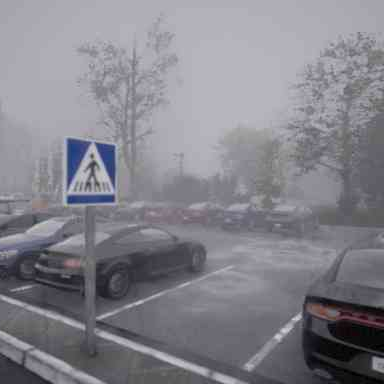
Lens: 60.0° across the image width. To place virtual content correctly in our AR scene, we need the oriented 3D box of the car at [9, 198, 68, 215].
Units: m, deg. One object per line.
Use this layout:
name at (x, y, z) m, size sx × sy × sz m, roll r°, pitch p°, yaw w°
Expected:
car at (-15.144, 1.360, 33.170) m, size 2.231 × 1.521 × 4.892 m, roll 0°, pitch 0°, yaw 35°

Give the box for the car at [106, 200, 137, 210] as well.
car at (-3.677, 1.386, 25.149) m, size 2.097 × 1.535 × 5.008 m, roll 0°, pitch 0°, yaw 35°

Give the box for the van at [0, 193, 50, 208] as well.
van at (-8.337, 1.168, 13.209) m, size 1.878 × 1.987 × 4.442 m, roll 0°, pitch 0°, yaw 35°

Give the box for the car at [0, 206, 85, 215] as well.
car at (-6.106, 1.429, 11.470) m, size 2.163 × 1.488 × 4.792 m, roll 0°, pitch 0°, yaw 35°

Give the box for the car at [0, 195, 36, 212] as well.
car at (-19.894, 1.221, 36.448) m, size 2.185 × 1.767 × 4.553 m, roll 0°, pitch 0°, yaw 35°

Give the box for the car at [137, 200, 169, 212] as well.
car at (-1.247, 1.422, 23.480) m, size 2.163 × 1.488 × 4.792 m, roll 0°, pitch 0°, yaw 35°

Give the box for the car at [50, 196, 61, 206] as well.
car at (-10.619, 1.369, 30.004) m, size 2.097 × 1.535 × 5.008 m, roll 0°, pitch 0°, yaw 35°

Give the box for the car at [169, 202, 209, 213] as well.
car at (1.048, 1.398, 21.834) m, size 2.097 × 1.535 × 5.008 m, roll 0°, pitch 0°, yaw 35°

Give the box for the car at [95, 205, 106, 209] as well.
car at (-5.997, 1.380, 26.759) m, size 2.097 × 1.535 × 5.008 m, roll 0°, pitch 0°, yaw 35°

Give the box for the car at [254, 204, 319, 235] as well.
car at (5.677, 1.410, 18.599) m, size 2.231 × 1.521 × 4.892 m, roll 0°, pitch 0°, yaw 35°

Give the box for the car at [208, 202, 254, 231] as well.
car at (3.362, 1.403, 20.216) m, size 2.097 × 1.535 × 5.008 m, roll 0°, pitch 0°, yaw 35°

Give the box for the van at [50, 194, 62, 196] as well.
van at (-12.765, 1.138, 31.640) m, size 1.878 × 1.987 × 4.442 m, roll 0°, pitch 0°, yaw 35°

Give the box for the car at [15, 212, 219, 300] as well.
car at (-1.459, 1.451, 8.253) m, size 2.002 × 1.452 × 4.674 m, roll 0°, pitch 0°, yaw 35°

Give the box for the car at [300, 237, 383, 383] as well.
car at (3.171, 1.419, 5.013) m, size 2.097 × 1.535 × 5.008 m, roll 0°, pitch 0°, yaw 35°

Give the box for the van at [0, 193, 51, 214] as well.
van at (-17.394, 1.127, 34.880) m, size 1.878 × 1.987 × 4.442 m, roll 0°, pitch 0°, yaw 35°

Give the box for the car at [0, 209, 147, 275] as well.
car at (-3.772, 1.445, 9.877) m, size 2.002 × 1.452 × 4.674 m, roll 0°, pitch 0°, yaw 35°

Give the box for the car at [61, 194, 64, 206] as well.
car at (-8.290, 1.249, 28.407) m, size 2.185 × 1.767 × 4.553 m, roll 0°, pitch 0°, yaw 35°
